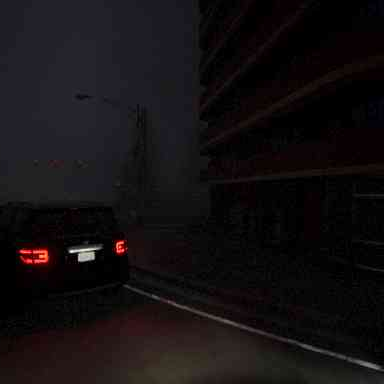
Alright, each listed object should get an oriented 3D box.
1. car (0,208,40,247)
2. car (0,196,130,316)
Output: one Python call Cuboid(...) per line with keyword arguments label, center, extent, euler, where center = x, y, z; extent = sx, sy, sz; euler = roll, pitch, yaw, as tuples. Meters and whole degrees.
Cuboid(label="car", center=(-8.425, 1.564, 15.847), extent=(1.994, 1.385, 4.181), euler=(0, 0, -26))
Cuboid(label="car", center=(-3.554, 1.221, 7.879), extent=(2.150, 2.045, 5.566), euler=(0, 0, -40))
